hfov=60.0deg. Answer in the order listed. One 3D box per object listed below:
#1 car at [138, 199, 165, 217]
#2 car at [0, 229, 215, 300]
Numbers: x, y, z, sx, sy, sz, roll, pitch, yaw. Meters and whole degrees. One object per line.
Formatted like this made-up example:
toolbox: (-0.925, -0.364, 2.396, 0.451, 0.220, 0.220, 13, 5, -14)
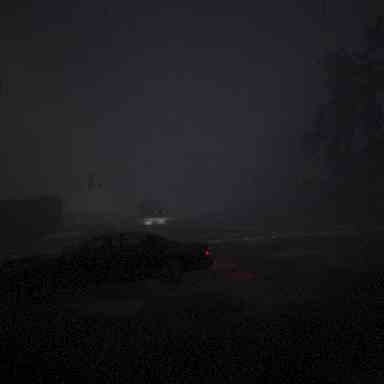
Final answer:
car: (-4.983, 1.896, 40.021, 2.150, 2.045, 5.566, -1, 0, -21)
car: (-2.115, 1.730, 8.887, 5.357, 1.411, 2.033, -1, -1, -19)
